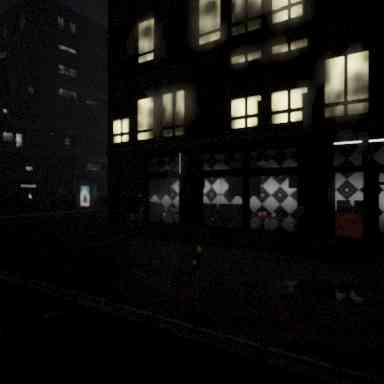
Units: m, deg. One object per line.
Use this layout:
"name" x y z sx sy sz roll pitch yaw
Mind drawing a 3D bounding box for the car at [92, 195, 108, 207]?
"car" -9.954 1.032 38.250 1.947 1.339 4.313 1 2 35

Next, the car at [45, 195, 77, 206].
"car" -16.868 1.023 42.986 1.802 1.307 4.206 2 2 35

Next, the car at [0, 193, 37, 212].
"car" -16.291 0.989 29.139 2.192 1.841 5.009 1 2 35
